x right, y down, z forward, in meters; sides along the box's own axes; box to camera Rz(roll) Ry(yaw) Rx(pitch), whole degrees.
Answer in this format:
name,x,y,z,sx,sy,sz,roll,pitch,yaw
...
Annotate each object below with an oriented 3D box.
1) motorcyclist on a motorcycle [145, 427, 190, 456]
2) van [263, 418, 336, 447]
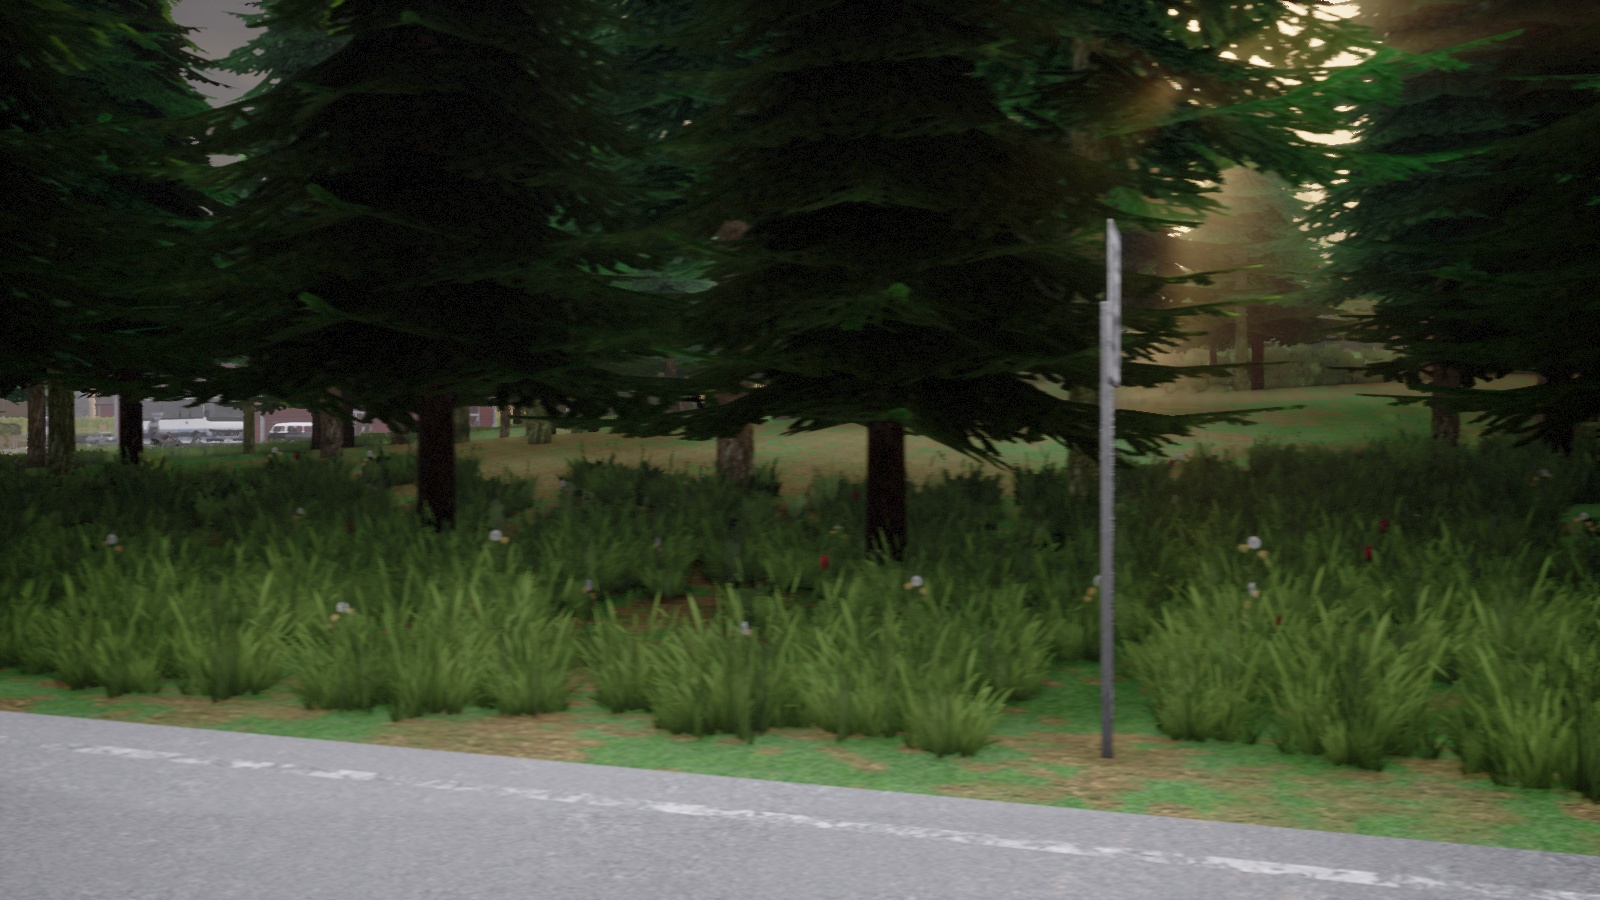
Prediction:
name,x,y,z,sx,sy,sz,roll,pitch,yaw
motorcyclist on a motorcycle,-34.132,-0.492,67.776,0.866,1.530,2.191,1,1,19
van,-36.482,-1.265,91.623,4.480,2.038,2.069,1,1,1
